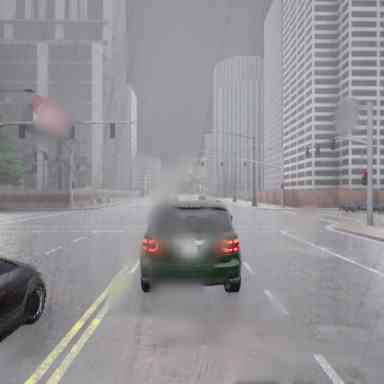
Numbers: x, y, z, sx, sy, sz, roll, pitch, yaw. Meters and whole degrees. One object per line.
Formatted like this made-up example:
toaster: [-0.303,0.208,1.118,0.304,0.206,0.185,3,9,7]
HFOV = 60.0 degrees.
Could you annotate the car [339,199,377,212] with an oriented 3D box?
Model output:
car: [19.464,1.547,37.382,5.357,1.411,2.033,0,0,-1]

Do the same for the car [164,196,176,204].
car: [-4.082,1.525,62.056,1.812,1.442,4.674,0,0,0]

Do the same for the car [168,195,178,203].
car: [-4.112,1.478,72.641,1.882,1.535,5.008,0,0,0]

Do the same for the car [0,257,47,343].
car: [-3.617,1.564,4.340,1.994,1.385,4.181,0,0,0]

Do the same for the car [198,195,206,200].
car: [2.733,1.500,90.625,1.837,1.490,4.892,0,0,0]

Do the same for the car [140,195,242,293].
car: [-0.021,1.221,9.015,2.150,2.045,5.566,0,0,0]

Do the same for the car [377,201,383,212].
car: [22.133,1.477,33.917,5.008,1.535,1.882,0,0,-1]

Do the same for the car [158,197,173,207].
car: [-4.012,1.507,50.588,1.837,1.490,4.892,0,-1,0]
